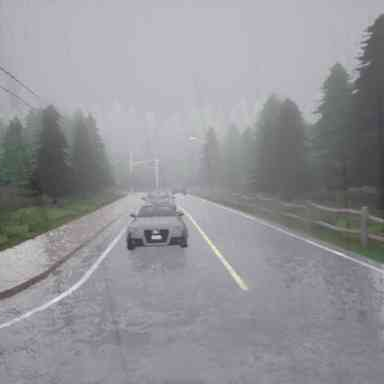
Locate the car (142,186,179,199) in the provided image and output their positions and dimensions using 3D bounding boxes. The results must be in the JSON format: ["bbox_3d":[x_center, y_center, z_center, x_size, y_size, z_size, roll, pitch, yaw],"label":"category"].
[{"bbox_3d":[-2.225,0.677,22.251,2.097,1.767,4.553,-1,2,-6],"label":"car"}]

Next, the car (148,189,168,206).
[{"bbox_3d":[-3.492,0.527,33.759,1.812,1.442,4.674,-1,2,-7],"label":"car"}]

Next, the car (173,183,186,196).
[{"bbox_3d":[-2.264,-0.451,54.736,2.150,2.045,5.566,-1,2,-7],"label":"car"}]

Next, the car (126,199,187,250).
[{"bbox_3d":[-1.285,1.176,12.364,1.994,1.385,4.181,-1,2,-5],"label":"car"}]
